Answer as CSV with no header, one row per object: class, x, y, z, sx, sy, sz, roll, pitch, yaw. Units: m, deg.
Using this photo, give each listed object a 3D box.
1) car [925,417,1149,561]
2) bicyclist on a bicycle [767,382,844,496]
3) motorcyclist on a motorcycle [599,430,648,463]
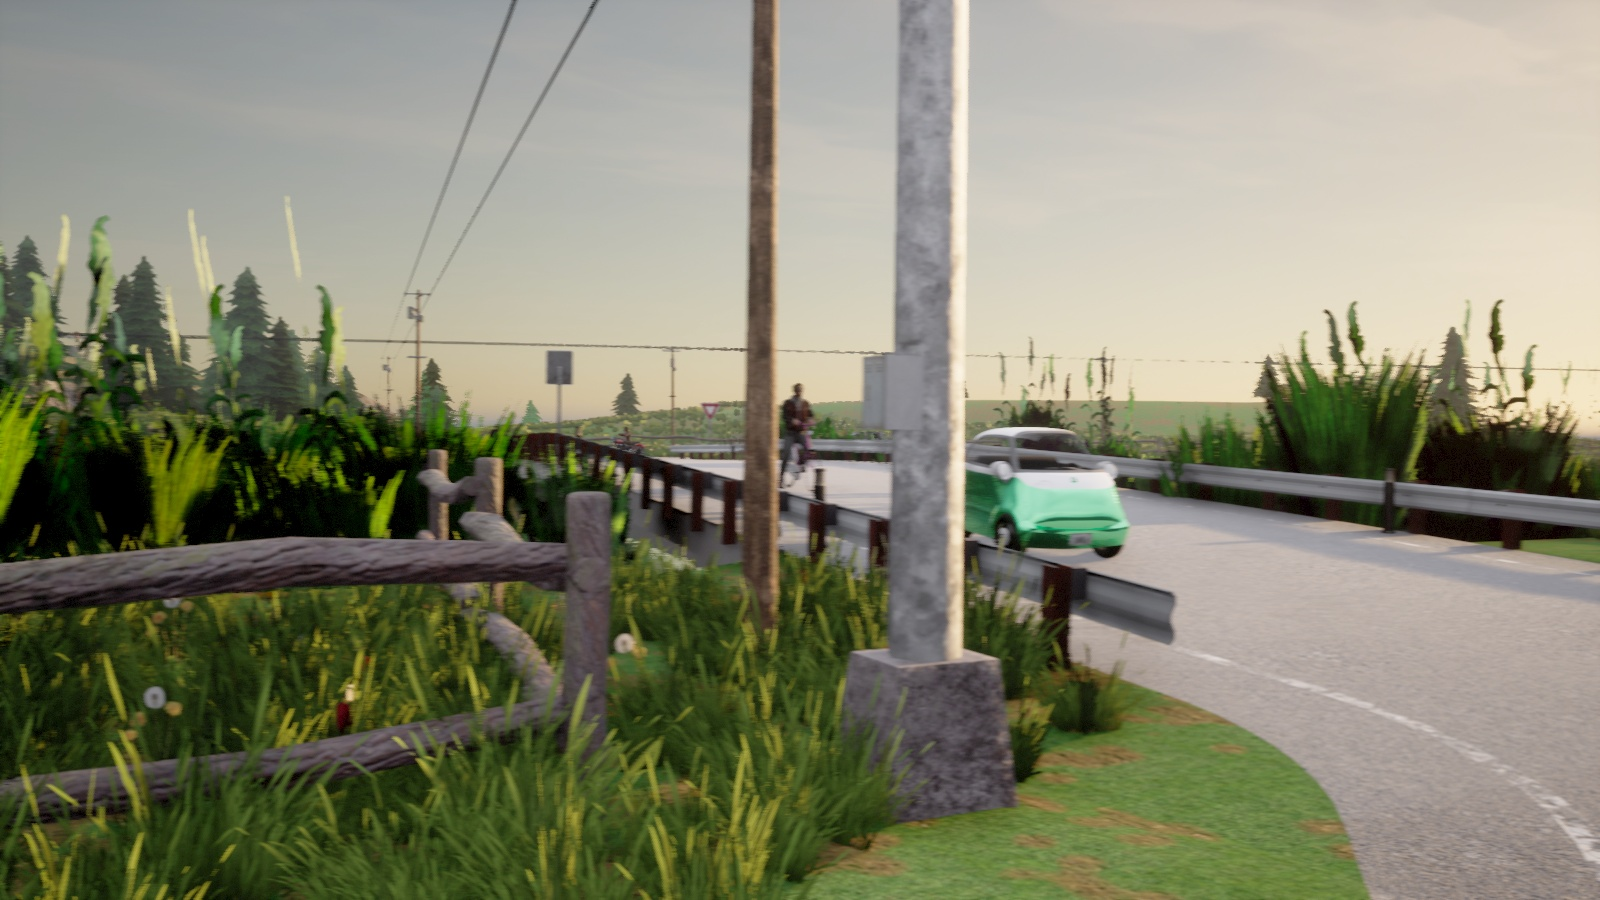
car,2.571,0.364,14.013,1.481,1.376,2.207,-1,4,-21
bicyclist on a bicycle,0.068,-0.208,20.515,0.659,1.776,1.843,-1,3,-20
motorcyclist on a motorcycle,-8.949,-0.193,63.726,2.350,1.649,0.766,-1,1,-20
